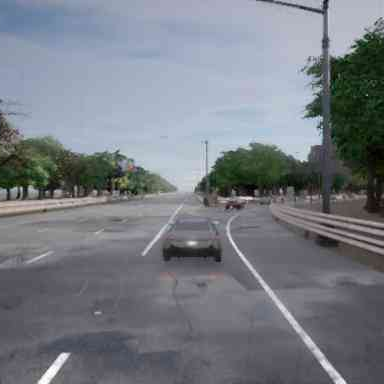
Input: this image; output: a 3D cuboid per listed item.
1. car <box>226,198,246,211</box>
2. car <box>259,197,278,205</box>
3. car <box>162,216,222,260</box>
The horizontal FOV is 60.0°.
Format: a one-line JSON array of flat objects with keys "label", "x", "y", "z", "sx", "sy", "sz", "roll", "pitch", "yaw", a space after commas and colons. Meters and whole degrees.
[{"label": "car", "x": 5.558, "y": 1.510, "z": 41.817, "sx": 1.837, "sy": 1.490, "sz": 4.892, "roll": -1, "pitch": 0, "yaw": 21}, {"label": "car", "x": 13.386, "y": 1.537, "z": 57.562, "sx": 2.033, "sy": 1.411, "sz": 5.357, "roll": 0, "pitch": 0, "yaw": 33}, {"label": "car", "x": 0.055, "y": 1.568, "z": 12.390, "sx": 1.994, "sy": 1.385, "sz": 4.181, "roll": 0, "pitch": 0, "yaw": 2}]
